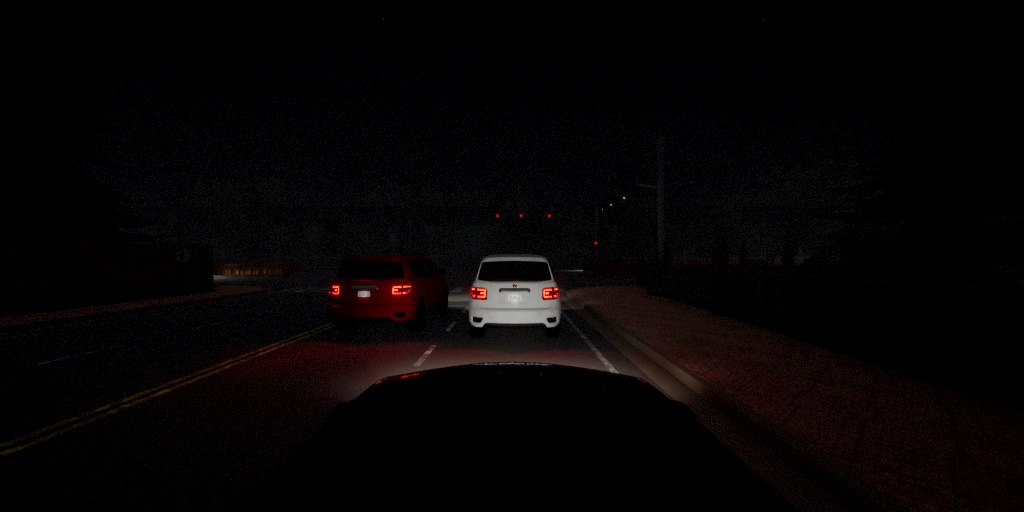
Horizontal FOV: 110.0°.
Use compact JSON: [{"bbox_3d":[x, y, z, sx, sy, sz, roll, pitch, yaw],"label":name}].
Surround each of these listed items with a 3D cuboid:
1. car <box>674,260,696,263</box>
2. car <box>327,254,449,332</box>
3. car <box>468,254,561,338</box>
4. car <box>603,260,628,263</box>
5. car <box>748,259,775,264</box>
[{"bbox_3d":[23.361,1.297,48.978,5.357,1.411,2.033,0,0,0],"label":"car"},{"bbox_3d":[-3.419,0.971,10.985,2.150,2.045,5.566,0,0,0],"label":"car"},{"bbox_3d":[0.081,0.971,10.303,2.150,2.045,5.566,0,0,1],"label":"car"},{"bbox_3d":[13.593,1.255,49.039,4.892,1.490,1.837,0,0,0],"label":"car"},{"bbox_3d":[33.207,1.221,48.938,4.892,1.490,1.837,-1,0,0],"label":"car"}]
